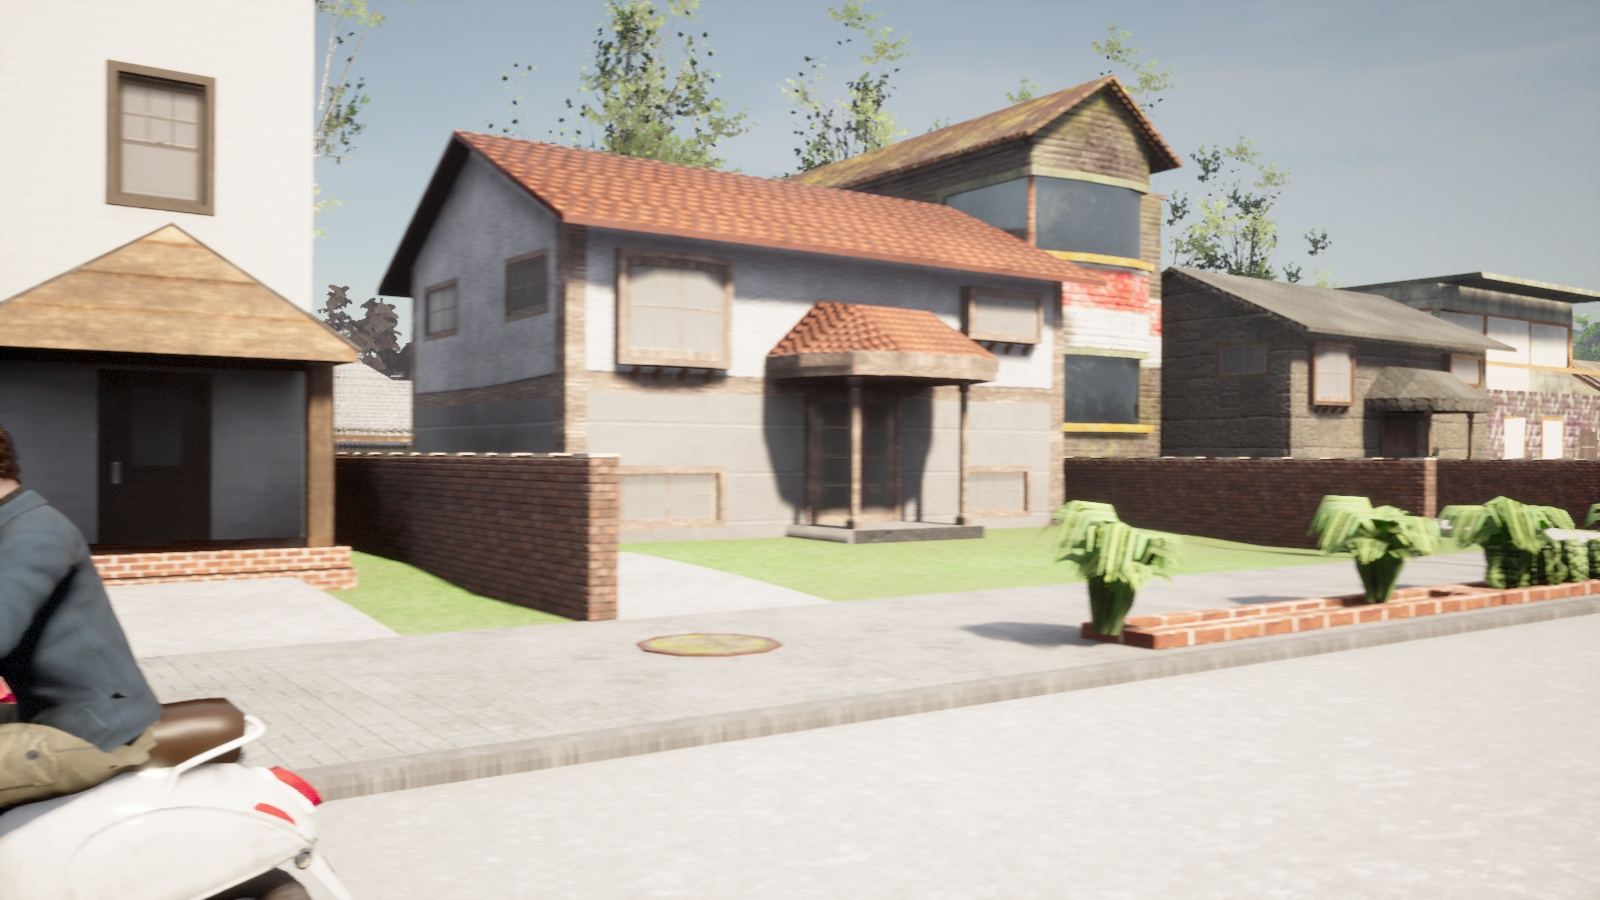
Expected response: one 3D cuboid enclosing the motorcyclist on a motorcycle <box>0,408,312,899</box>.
[{"bbox_3d":[-2.139,0.709,2.779,1.817,1.590,0.866,0,0,-35],"label":"motorcyclist on a motorcycle"}]
